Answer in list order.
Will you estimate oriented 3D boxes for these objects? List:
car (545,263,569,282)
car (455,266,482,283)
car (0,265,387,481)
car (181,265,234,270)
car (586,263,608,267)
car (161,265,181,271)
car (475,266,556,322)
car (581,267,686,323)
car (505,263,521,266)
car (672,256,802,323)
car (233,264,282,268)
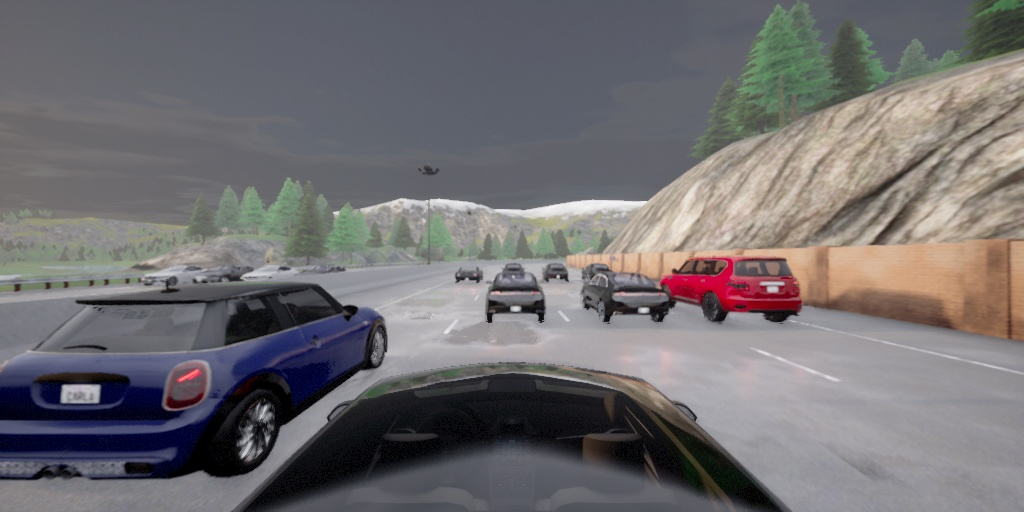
[{"bbox_3d":[3.619,1.371,30.476,1.837,1.490,4.892,0,0,0],"label":"car"},{"bbox_3d":[-3.381,1.462,29.184,1.895,1.301,4.718,0,0,0],"label":"car"},{"bbox_3d":[-3.398,1.115,4.952,2.097,1.767,4.553,0,0,0],"label":"car"},{"bbox_3d":[-20.985,1.374,26.553,2.128,1.511,4.902,0,0,0],"label":"car"},{"bbox_3d":[7.120,1.370,30.399,1.837,1.490,4.892,0,0,0],"label":"car"},{"bbox_3d":[-24.485,1.393,26.550,1.812,1.442,4.674,0,0,0],"label":"car"},{"bbox_3d":[0.107,1.285,12.507,2.128,1.511,4.902,0,0,0],"label":"car"},{"bbox_3d":[3.606,1.284,12.228,2.128,1.511,4.902,0,0,0],"label":"car"},{"bbox_3d":[0.118,1.372,30.576,1.837,1.490,4.892,0,0,0],"label":"car"},{"bbox_3d":[7.107,1.014,12.451,2.150,2.045,5.566,0,0,0],"label":"car"},{"bbox_3d":[-17.489,1.379,26.234,1.812,1.442,4.674,0,0,0],"label":"car"}]
